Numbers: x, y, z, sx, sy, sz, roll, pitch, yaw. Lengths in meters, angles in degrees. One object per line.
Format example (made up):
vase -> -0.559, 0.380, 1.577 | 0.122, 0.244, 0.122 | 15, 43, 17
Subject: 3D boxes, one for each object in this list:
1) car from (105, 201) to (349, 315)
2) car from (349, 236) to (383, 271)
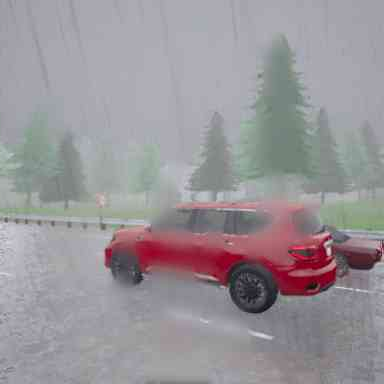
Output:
car -> 0.409, 1.247, 7.857 | 5.566, 2.045, 2.150 | -1, 0, 35
car -> 3.138, 1.616, 10.221 | 4.718, 1.301, 1.895 | -1, 0, 34
